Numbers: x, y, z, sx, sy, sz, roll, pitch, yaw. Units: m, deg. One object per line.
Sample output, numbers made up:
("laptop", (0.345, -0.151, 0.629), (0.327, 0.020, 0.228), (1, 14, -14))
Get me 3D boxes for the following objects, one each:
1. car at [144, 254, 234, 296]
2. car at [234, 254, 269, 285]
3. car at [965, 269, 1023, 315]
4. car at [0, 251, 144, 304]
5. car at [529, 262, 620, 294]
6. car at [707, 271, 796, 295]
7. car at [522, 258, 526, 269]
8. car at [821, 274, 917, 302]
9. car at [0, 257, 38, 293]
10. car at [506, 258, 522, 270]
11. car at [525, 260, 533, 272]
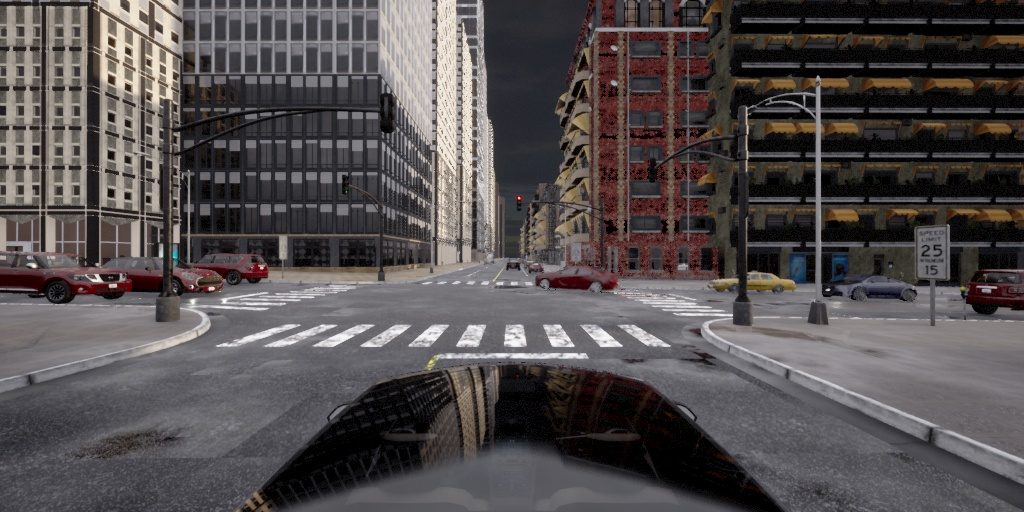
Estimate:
("car", (-15.722, 0.835, 16.082), (4.553, 1.767, 2.097), (1, 0, 0))
("car", (-17.680, 0.776, 21.856), (5.009, 1.841, 2.192), (0, 0, 0))
("car", (20.616, 1.461, 13.785), (5.009, 1.841, 2.192), (0, 0, 0))
("car", (-17.558, 0.757, 13.477), (5.009, 1.841, 2.192), (0, 0, 0))
("car", (3.852, 1.334, 21.438), (5.008, 1.535, 1.882), (1, 1, 28))
("car", (14.660, 1.587, 22.090), (4.829, 1.417, 1.751), (0, 0, 0))
("car", (2.769, 1.317, 54.723), (2.007, 1.370, 4.403), (0, 0, 0))
("car", (19.207, 1.699, 19.532), (4.181, 1.385, 1.994), (1, 0, 0))
("car", (-24.941, 0.789, 16.018), (5.008, 1.535, 1.882), (1, 0, -1))
("car", (0.175, 1.243, 52.776), (1.882, 1.535, 5.008), (0, 0, 0))
("car", (2.800, 1.341, 41.805), (1.802, 1.307, 4.207), (0, 0, 0))
